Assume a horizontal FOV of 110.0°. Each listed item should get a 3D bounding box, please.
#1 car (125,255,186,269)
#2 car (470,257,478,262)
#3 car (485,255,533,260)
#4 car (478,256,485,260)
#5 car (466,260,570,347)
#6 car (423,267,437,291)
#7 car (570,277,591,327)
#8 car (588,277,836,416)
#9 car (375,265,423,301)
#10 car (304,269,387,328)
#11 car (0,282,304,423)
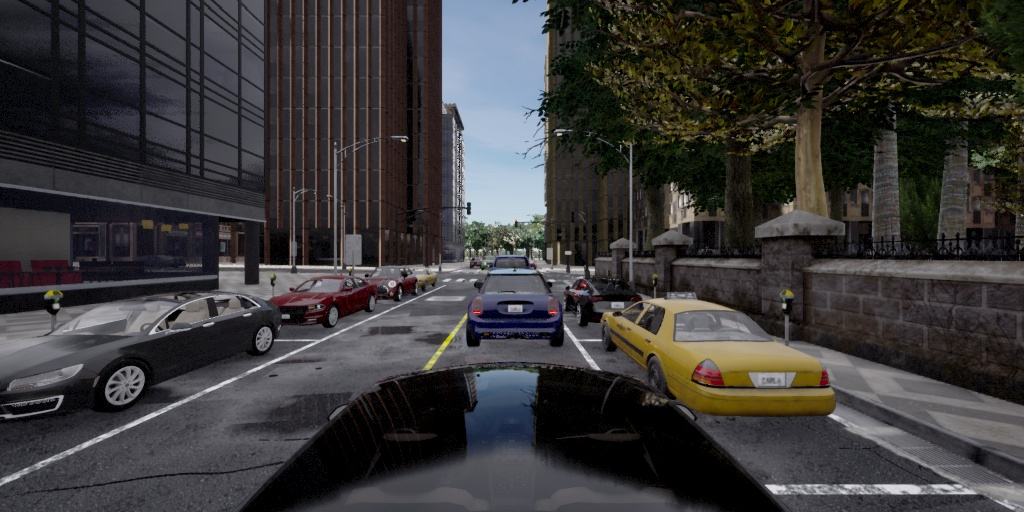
[{"bbox_3d":[-36.836,0.611,36.879,5.357,1.411,2.033,1,0,0],"label":"car"},{"bbox_3d":[-5.851,1.078,59.709,2.192,1.841,5.009,0,0,0],"label":"car"},{"bbox_3d":[-0.021,0.972,18.941,2.150,2.045,5.566,0,0,0],"label":"car"},{"bbox_3d":[-3.178,0.981,51.183,2.150,2.045,5.566,0,0,0],"label":"car"},{"bbox_3d":[0.041,1.102,9.506,2.097,1.767,4.553,0,0,-1],"label":"car"},{"bbox_3d":[-5.794,1.277,22.131,1.751,1.417,4.829,0,0,0],"label":"car"},{"bbox_3d":[2.747,1.316,11.403,1.948,1.339,4.313,0,0,0],"label":"car"},{"bbox_3d":[2.755,1.275,6.116,1.751,1.417,4.829,0,0,0],"label":"car"},{"bbox_3d":[-5.786,1.190,16.845,1.967,1.591,4.097,0,0,0],"label":"car"},{"bbox_3d":[-5.778,1.295,11.388,1.888,1.381,4.507,0,0,0],"label":"car"},{"bbox_3d":[-5.769,1.300,5.931,2.007,1.370,4.403,0,0,0],"label":"car"}]
